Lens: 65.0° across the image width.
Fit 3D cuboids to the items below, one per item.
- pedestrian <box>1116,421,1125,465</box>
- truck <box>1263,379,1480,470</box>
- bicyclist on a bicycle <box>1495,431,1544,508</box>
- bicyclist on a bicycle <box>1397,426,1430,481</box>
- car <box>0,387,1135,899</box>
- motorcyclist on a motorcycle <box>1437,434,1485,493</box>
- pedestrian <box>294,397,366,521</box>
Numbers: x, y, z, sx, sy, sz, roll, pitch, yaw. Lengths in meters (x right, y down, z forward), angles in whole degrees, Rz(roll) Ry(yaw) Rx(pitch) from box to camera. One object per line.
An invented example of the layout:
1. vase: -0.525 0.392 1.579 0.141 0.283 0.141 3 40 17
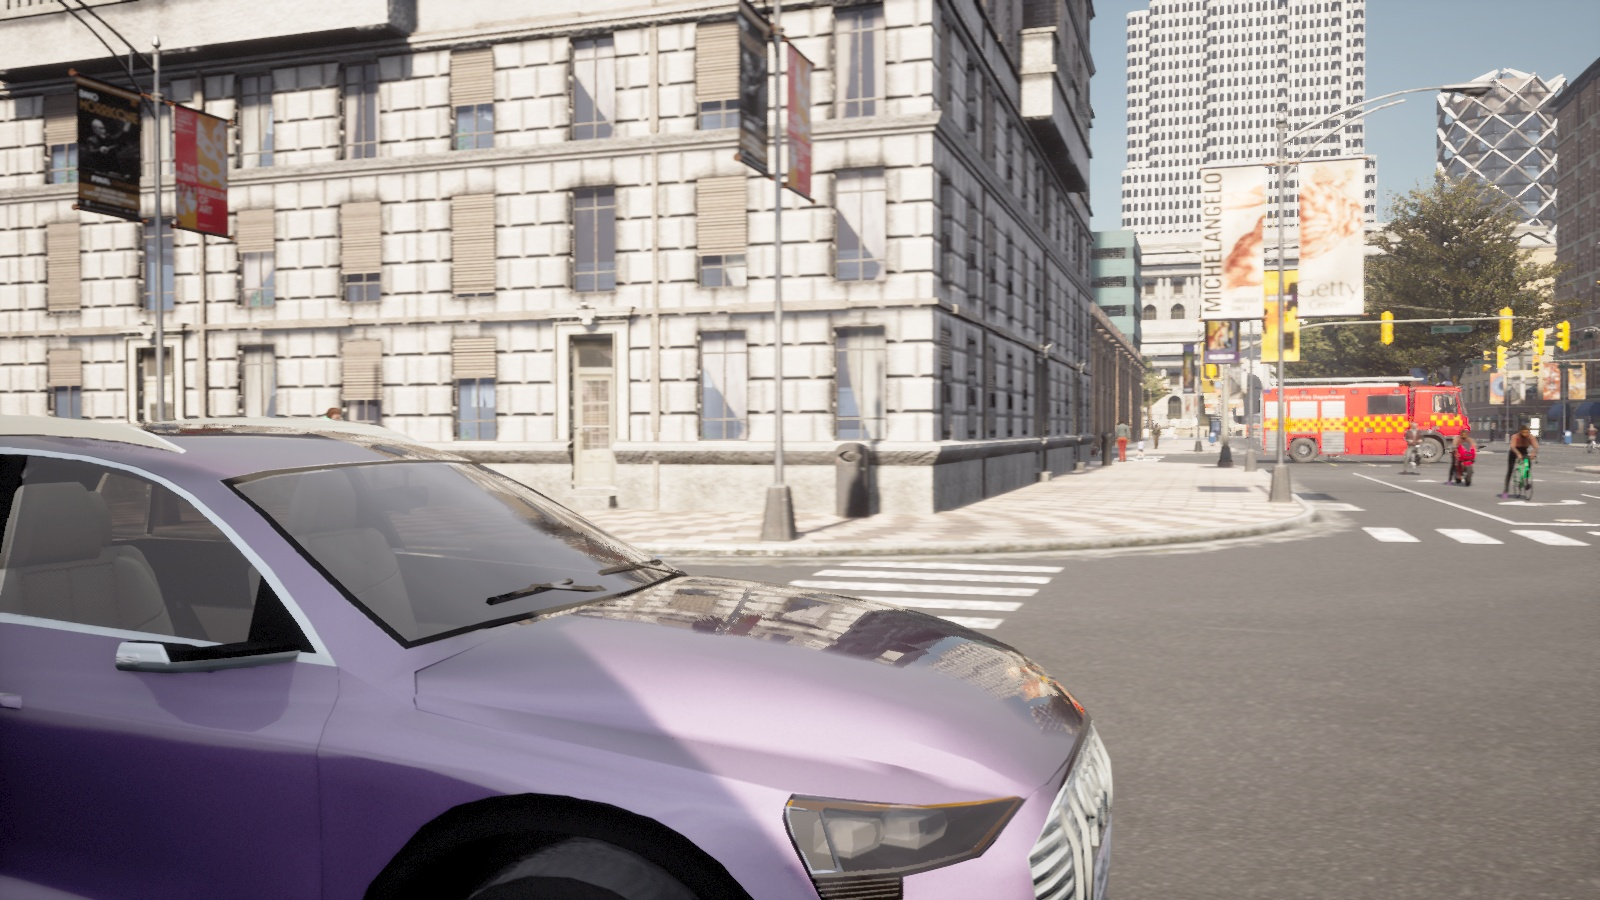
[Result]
1. pedestrian: 13.533 -0.315 53.007 0.353 1.847 0.614 0 1 16
2. truck: 25.253 -1.140 55.992 8.468 3.827 2.891 1 1 18
3. bicyclist on a bicycle: 15.672 0.400 27.376 0.582 1.620 1.656 1 1 18
4. bicyclist on a bicycle: 20.194 0.110 41.388 0.659 1.776 1.843 0 1 16
5. car: -1.586 0.691 3.726 4.856 1.649 2.033 1 1 19
6. motorcyclist on a motorcycle: 17.795 0.333 33.866 0.797 1.523 2.044 1 1 18
7. pedestrian: -7.587 0.130 20.269 0.873 1.952 0.659 1 1 23
